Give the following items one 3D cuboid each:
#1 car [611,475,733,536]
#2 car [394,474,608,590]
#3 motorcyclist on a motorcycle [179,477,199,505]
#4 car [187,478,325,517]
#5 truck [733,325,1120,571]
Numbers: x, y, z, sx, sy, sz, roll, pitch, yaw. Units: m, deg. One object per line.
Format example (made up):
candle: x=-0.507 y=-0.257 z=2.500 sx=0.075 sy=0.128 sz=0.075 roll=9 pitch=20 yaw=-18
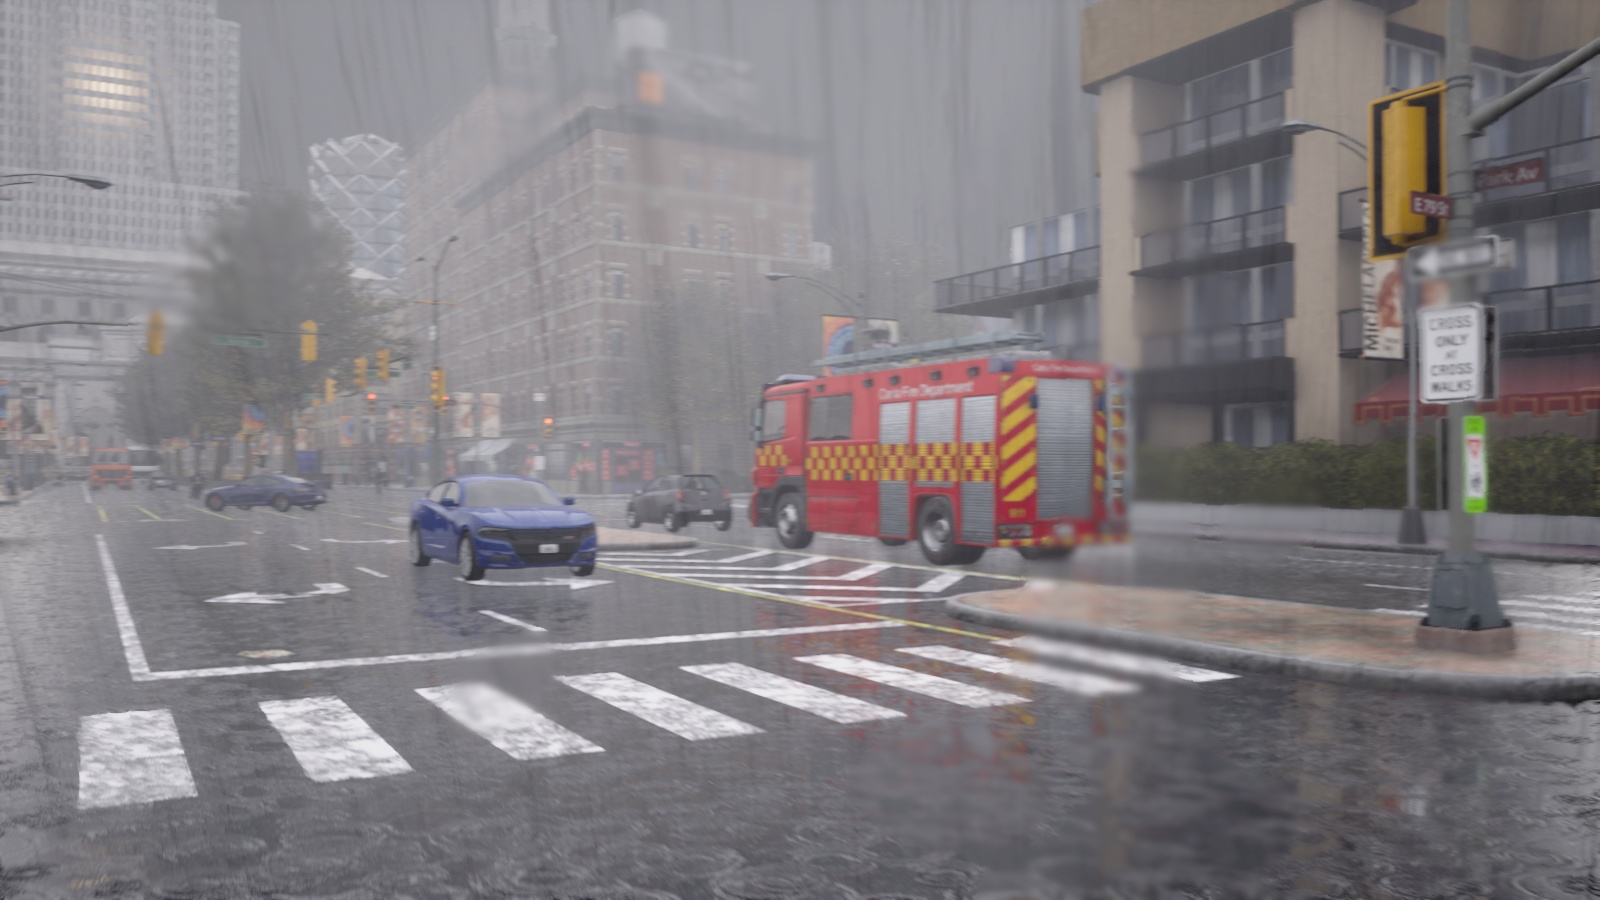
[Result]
car: x=-3.434 y=1.413 z=33.189 sx=1.845 sy=1.501 sz=3.633 roll=0 pitch=-1 yaw=-30
car: x=-4.826 y=1.159 z=19.661 sx=1.882 sy=1.535 sz=5.008 roll=0 pitch=-1 yaw=-30
motorcyclist on a motorcycle: x=-34.298 y=2.287 z=70.480 sx=0.866 sy=1.530 sz=2.191 roll=0 pitch=-1 yaw=-29
car: x=-20.742 y=1.799 z=47.925 sx=4.674 sy=1.442 sz=1.812 roll=-1 pitch=-1 yaw=12
truck: x=1.955 y=0.039 z=23.919 sx=2.891 sy=3.827 sz=8.468 roll=0 pitch=-1 yaw=-30
